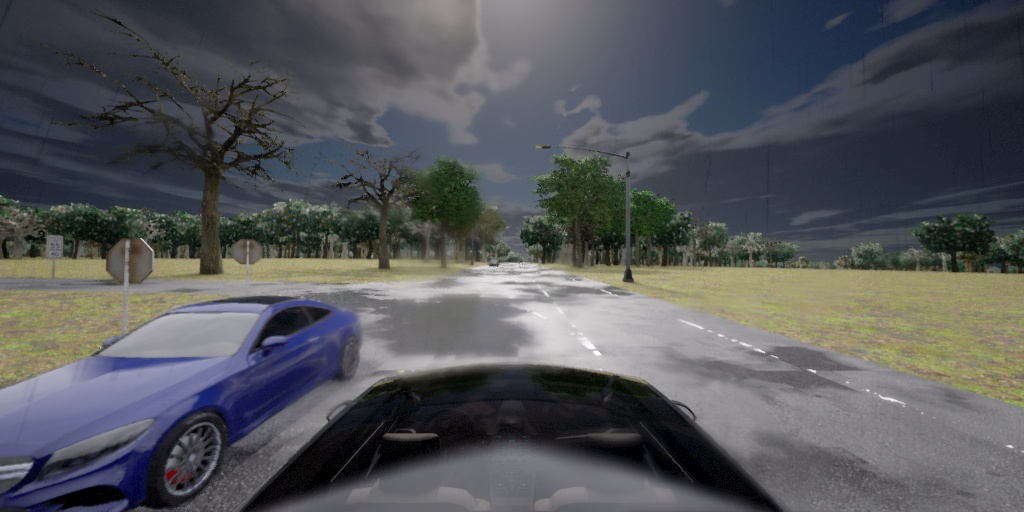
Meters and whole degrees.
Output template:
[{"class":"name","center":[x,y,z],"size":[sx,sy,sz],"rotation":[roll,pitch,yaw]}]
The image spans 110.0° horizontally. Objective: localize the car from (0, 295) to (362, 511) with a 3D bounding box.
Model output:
[{"class":"car","center":[-3.495,1.281,4.490],"size":[1.812,1.442,4.674],"rotation":[0,0,0]}]
